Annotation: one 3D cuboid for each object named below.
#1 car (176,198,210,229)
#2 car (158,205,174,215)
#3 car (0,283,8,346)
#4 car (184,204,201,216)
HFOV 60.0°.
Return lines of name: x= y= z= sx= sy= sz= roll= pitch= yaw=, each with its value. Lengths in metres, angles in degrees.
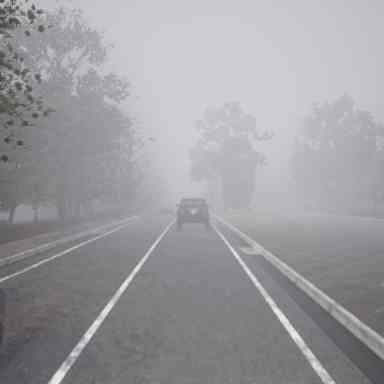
car: x=0.079 y=1.431 z=23.446 sx=2.150 sy=2.045 sz=5.566 roll=0 pitch=-1 yaw=0
car: x=-3.382 y=2.342 z=43.658 sx=1.895 sy=1.301 sz=4.718 roll=0 pitch=-2 yaw=0
car: x=-3.352 y=1.506 z=2.478 sx=1.837 sy=1.490 sz=4.892 roll=0 pitch=0 yaw=0
car: x=0.062 y=2.258 z=42.176 sx=1.994 sy=1.385 sz=4.181 roll=0 pitch=-2 yaw=0
